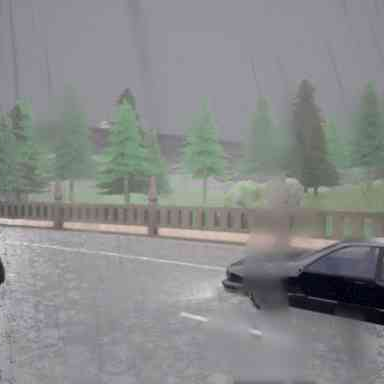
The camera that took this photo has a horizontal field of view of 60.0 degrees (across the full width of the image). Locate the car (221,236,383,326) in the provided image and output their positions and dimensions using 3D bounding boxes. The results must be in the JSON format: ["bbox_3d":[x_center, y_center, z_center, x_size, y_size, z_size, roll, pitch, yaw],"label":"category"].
[{"bbox_3d":[3.230,1.528,5.889,5.357,1.411,2.033,0,0,34],"label":"car"}]

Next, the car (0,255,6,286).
[{"bbox_3d":[-6.155,1.517,7.448,4.181,1.385,1.994,0,0,30],"label":"car"}]
